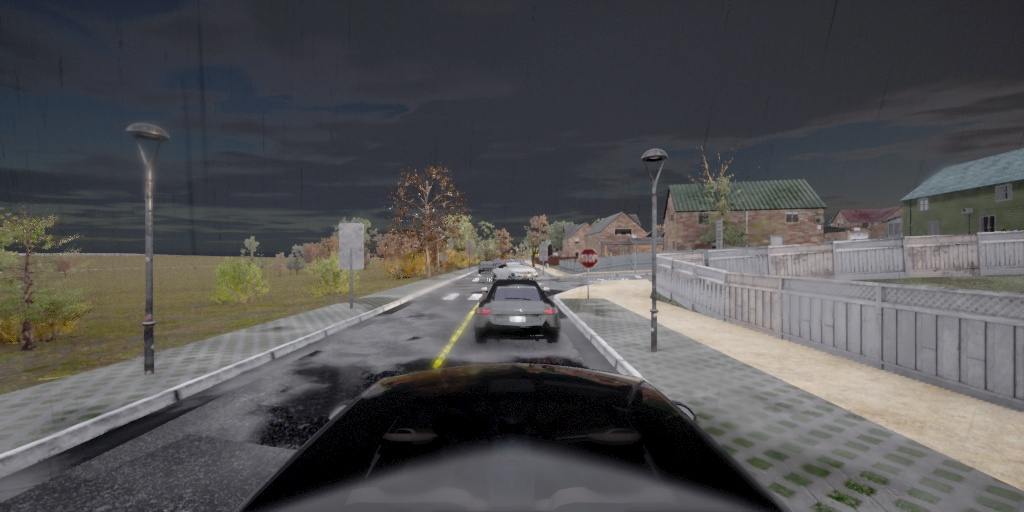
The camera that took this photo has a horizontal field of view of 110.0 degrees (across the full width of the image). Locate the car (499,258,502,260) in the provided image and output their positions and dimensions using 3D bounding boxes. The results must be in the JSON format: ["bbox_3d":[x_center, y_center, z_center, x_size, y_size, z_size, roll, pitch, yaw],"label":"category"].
[{"bbox_3d":[-2.840,1.320,55.472,2.033,1.411,5.357,0,0,1],"label":"car"}]

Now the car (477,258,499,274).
[{"bbox_3d":[-2.862,1.266,41.369,1.837,1.490,4.892,0,0,0],"label":"car"}]

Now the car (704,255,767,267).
[{"bbox_3d":[14.293,0.402,23.067,5.357,1.411,2.033,-3,0,14],"label":"car"}]

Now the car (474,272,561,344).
[{"bbox_3d":[0.100,1.313,9.630,1.994,1.385,4.181,0,0,-1],"label":"car"}]

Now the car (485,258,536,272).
[{"bbox_3d":[0.043,1.182,26.295,1.812,1.442,4.674,-1,-3,-29],"label":"car"}]
